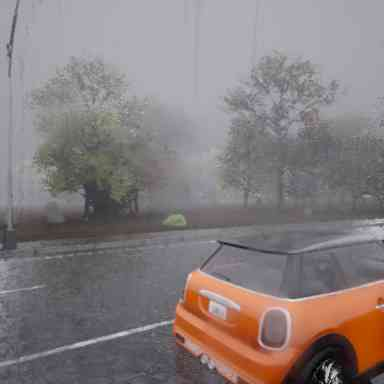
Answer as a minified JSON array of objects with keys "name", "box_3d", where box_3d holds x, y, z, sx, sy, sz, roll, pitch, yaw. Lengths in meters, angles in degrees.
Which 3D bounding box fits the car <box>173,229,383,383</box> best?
[{"name":"car","box_3d":[2.068,1.344,4.889,4.553,1.767,2.097,0,0,-33]}]
